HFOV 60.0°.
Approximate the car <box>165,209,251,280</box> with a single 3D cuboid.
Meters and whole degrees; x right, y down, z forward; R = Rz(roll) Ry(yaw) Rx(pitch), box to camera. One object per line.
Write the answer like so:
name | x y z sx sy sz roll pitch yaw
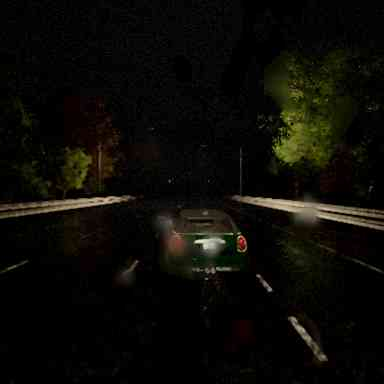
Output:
car | 0.287 1.300 10.021 2.097 1.767 4.553 0 0 -4
